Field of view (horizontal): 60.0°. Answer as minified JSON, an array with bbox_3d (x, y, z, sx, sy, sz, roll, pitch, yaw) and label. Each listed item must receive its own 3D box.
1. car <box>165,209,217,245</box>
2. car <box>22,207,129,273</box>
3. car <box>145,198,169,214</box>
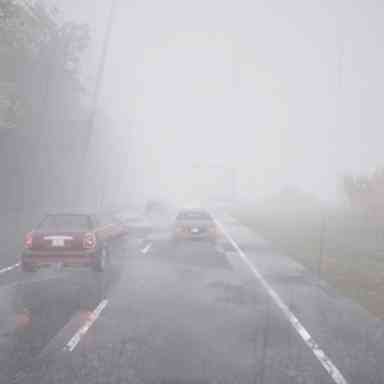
[{"bbox_3d":[0.107,1.459,14.878,2.033,1.411,5.357,0,0,0],"label":"car"},{"bbox_3d":[-3.398,1.291,10.598,2.097,1.767,4.553,0,0,0],"label":"car"},{"bbox_3d":[-3.388,1.310,32.210,1.837,1.490,4.892,0,0,0],"label":"car"}]
